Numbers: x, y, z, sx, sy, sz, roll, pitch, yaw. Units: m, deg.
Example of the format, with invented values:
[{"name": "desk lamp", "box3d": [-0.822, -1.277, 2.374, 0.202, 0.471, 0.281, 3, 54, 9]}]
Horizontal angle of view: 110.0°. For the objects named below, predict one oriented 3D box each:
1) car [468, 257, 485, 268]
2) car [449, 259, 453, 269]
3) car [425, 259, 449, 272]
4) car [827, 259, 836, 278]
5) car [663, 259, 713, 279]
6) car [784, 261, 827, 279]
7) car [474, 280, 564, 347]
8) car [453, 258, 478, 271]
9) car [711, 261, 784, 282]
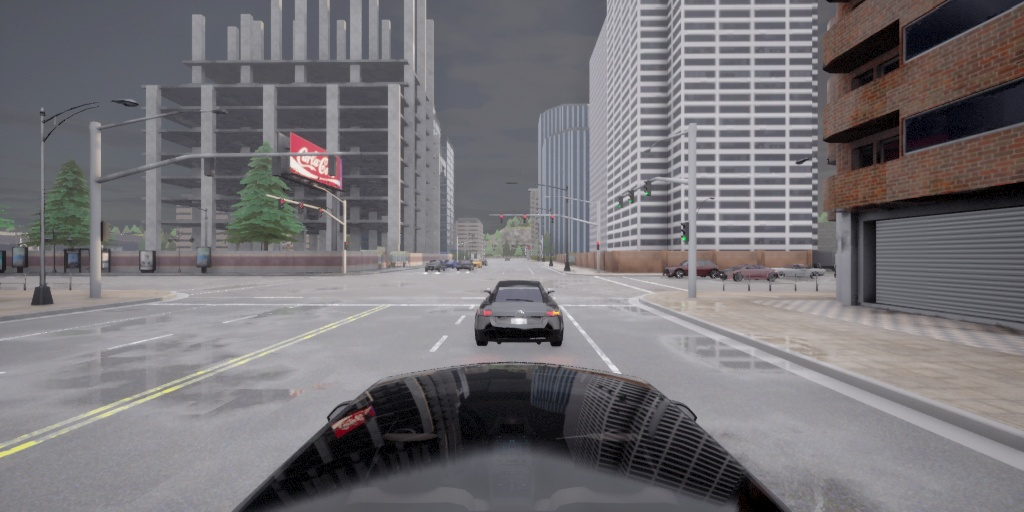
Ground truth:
[{"name": "car", "box3d": [-6.091, 1.224, 59.399, 1.882, 1.535, 5.008, 0, 0, 1]}, {"name": "car", "box3d": [-9.665, 1.224, 55.701, 1.882, 1.535, 5.008, 0, 0, 1]}, {"name": "car", "box3d": [-9.839, 1.252, 46.207, 1.837, 1.490, 4.892, 0, 0, 1]}, {"name": "car", "box3d": [28.679, 1.226, 28.629, 5.008, 1.535, 1.882, 0, 0, 1]}, {"name": "car", "box3d": [16.068, 1.100, 32.301, 4.553, 1.767, 2.097, 0, 0, 1]}, {"name": "car", "box3d": [25.061, 1.349, 32.184, 4.718, 1.301, 1.895, 0, 0, 1]}, {"name": "car", "box3d": [0.188, 1.314, 9.392, 1.994, 1.385, 4.181, 0, 0, 1]}, {"name": "car", "box3d": [-6.290, 1.295, 49.090, 2.033, 1.411, 5.357, 0, 0, 1]}, {"name": "car", "box3d": [18.793, 1.312, 28.767, 4.181, 1.385, 1.994, 0, 0, 1]}]
